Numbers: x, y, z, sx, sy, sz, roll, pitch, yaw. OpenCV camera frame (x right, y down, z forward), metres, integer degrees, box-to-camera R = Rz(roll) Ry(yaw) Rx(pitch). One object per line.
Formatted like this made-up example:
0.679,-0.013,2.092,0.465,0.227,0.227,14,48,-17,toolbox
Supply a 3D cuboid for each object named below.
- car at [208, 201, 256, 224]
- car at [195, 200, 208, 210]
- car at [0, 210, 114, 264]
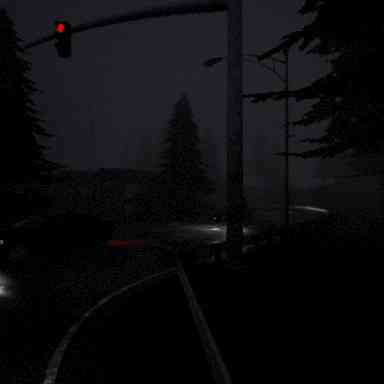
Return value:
3.229,1.484,24.278,1.837,1.490,4.892,1,1,29,car
1.409,1.592,39.821,4.718,1.301,1.895,0,0,38,car
-5.193,1.464,12.167,1.882,1.535,5.008,0,0,36,car
